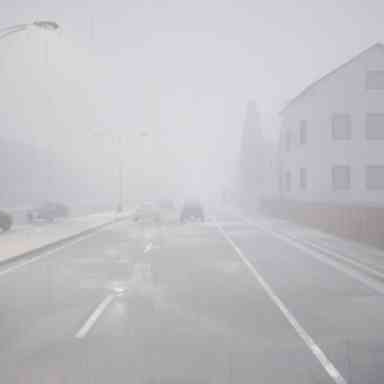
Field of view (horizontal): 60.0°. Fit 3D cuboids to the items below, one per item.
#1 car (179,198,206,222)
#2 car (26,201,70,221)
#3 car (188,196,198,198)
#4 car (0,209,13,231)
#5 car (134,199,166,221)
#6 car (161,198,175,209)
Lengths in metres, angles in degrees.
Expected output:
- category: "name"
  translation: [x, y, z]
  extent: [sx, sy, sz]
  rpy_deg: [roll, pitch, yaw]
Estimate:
- category: "car"
  translation: [0.031, 1.511, 26.705]
  extent: [1.837, 1.490, 4.892]
  rpy_deg: [0, 1, 1]
- category: "car"
  translation: [-11.517, 1.495, 26.914]
  extent: [2.128, 1.511, 4.902]
  rpy_deg: [0, 0, 0]
- category: "car"
  translation: [0.086, 1.358, 44.416]
  extent: [2.097, 1.767, 4.553]
  rpy_deg: [0, 0, 0]
- category: "car"
  translation: [-11.497, 1.530, 17.923]
  extent: [1.812, 1.442, 4.674]
  rpy_deg: [0, 0, 0]
- category: "car"
  translation: [-3.469, 1.529, 26.764]
  extent: [1.812, 1.442, 4.674]
  rpy_deg: [0, 0, 1]
- category: "car"
  translation: [-3.413, 1.484, 44.560]
  extent: [1.882, 1.535, 5.008]
  rpy_deg: [0, 0, 0]
